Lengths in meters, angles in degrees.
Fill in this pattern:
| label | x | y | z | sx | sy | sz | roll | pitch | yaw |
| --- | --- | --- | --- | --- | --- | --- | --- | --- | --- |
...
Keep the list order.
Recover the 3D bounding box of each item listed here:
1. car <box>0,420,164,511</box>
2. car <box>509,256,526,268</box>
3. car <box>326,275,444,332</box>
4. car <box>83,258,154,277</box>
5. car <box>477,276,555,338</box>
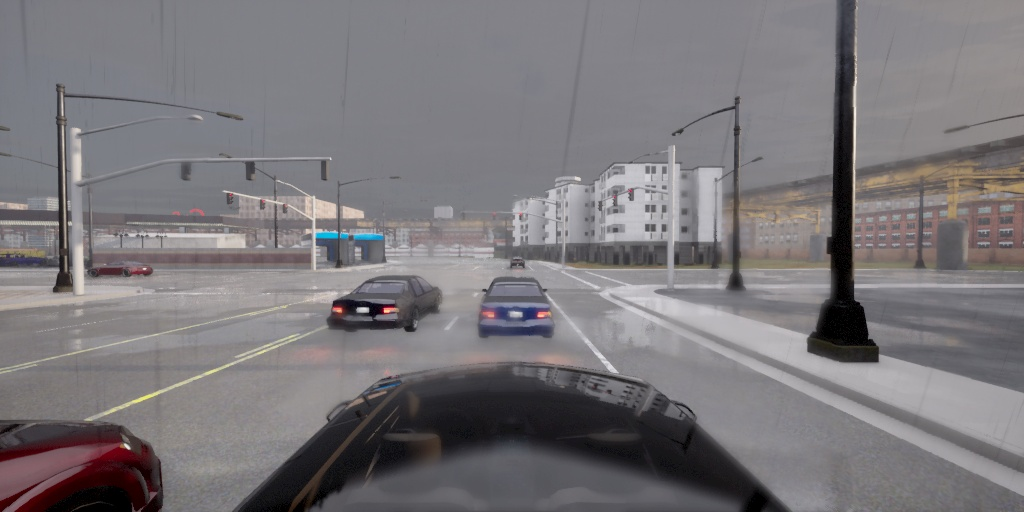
| label | x | y | z | sx | sy | sz | roll | pitch | yaw |
| --- | --- | --- | --- | --- | --- | --- | --- | --- | --- |
| car | -3.394 | 1.314 | 0.711 | 1.994 | 1.385 | 4.181 | 0 | 0 | -1 |
| car | 0.695 | 0.771 | 46.169 | 1.837 | 1.490 | 4.892 | 0 | 1 | 0 |
| car | -3.408 | 1.274 | 10.708 | 2.033 | 1.411 | 5.357 | 0 | 0 | 0 |
| car | -33.766 | 1.084 | 30.947 | 4.181 | 1.385 | 1.994 | 0 | 1 | -1 |
| car | 0.088 | 1.280 | 10.107 | 2.033 | 1.411 | 5.357 | 0 | 0 | 0 |
